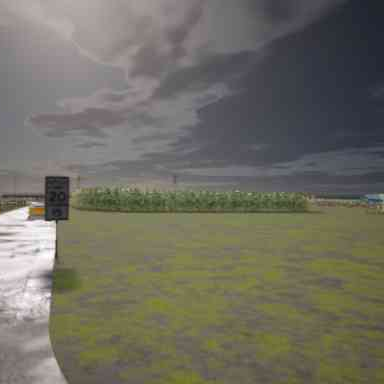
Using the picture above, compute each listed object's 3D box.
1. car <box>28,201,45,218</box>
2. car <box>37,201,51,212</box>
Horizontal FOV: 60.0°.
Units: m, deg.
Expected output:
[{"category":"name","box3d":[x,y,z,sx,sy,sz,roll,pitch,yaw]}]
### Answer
[{"category":"car","box3d":[-16.727,1.983,36.368,1.882,1.535,5.008,1,-1,-22]},{"category":"car","box3d":[-22.778,2.230,51.377,1.837,1.490,4.892,1,-1,-22]}]
